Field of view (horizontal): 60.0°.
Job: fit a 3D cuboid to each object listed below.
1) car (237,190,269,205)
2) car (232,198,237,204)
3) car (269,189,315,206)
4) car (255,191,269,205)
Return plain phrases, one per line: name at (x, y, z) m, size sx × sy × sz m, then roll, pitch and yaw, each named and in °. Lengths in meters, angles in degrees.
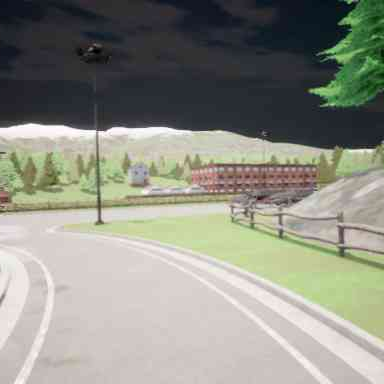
car at (9.908, 0.741, 48.567) m, size 5.566 × 2.045 × 2.150 m, roll -2°, pitch 0°, yaw -26°
car at (8.445, 1.079, 51.734) m, size 4.674 × 1.442 × 1.812 m, roll -2°, pitch 0°, yaw -26°
car at (13.015, 0.670, 42.303) m, size 5.566 × 2.045 × 2.150 m, roll -2°, pitch 0°, yaw -26°
car at (11.541, 0.959, 45.470) m, size 5.008 × 1.535 × 1.882 m, roll -2°, pitch 0°, yaw -26°
